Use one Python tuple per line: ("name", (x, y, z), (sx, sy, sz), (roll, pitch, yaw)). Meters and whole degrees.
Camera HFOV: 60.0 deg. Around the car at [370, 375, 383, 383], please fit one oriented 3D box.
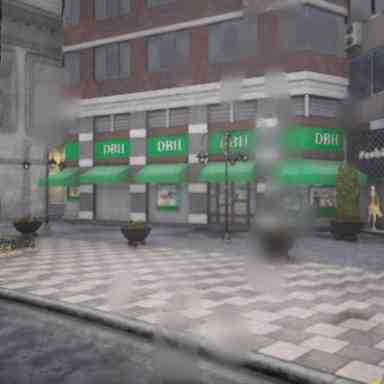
("car", (3.338, 1.455, 0.889), (5.366, 1.575, 1.801), (0, 0, 38))
